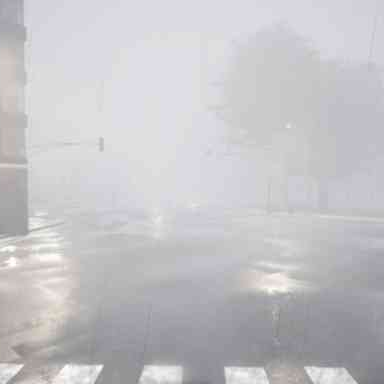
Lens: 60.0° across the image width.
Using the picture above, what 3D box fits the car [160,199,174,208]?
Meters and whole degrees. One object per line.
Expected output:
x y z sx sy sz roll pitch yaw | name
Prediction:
-3.756 1.789 51.270 1.812 1.442 4.674 0 0 -2 | car
